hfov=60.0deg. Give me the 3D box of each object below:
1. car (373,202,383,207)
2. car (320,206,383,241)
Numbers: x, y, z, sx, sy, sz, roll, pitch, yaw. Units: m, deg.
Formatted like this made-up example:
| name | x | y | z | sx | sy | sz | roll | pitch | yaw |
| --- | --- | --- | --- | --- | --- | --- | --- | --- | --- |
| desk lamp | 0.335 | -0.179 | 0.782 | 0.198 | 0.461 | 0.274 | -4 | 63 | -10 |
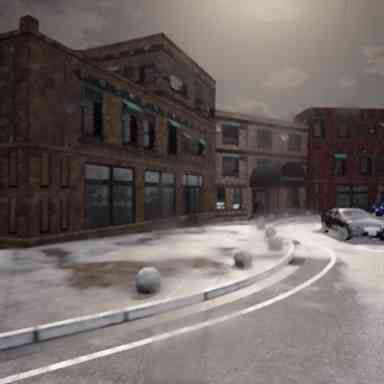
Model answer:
| name | x | y | z | sx | sy | sz | roll | pitch | yaw |
| --- | --- | --- | --- | --- | --- | --- | --- | --- | --- |
| car | 19.432 | 1.293 | 30.491 | 5.566 | 2.045 | 2.150 | 0 | 0 | -8 |
| car | 8.370 | 1.623 | 17.653 | 2.128 | 1.511 | 4.902 | 0 | 0 | 3 |
